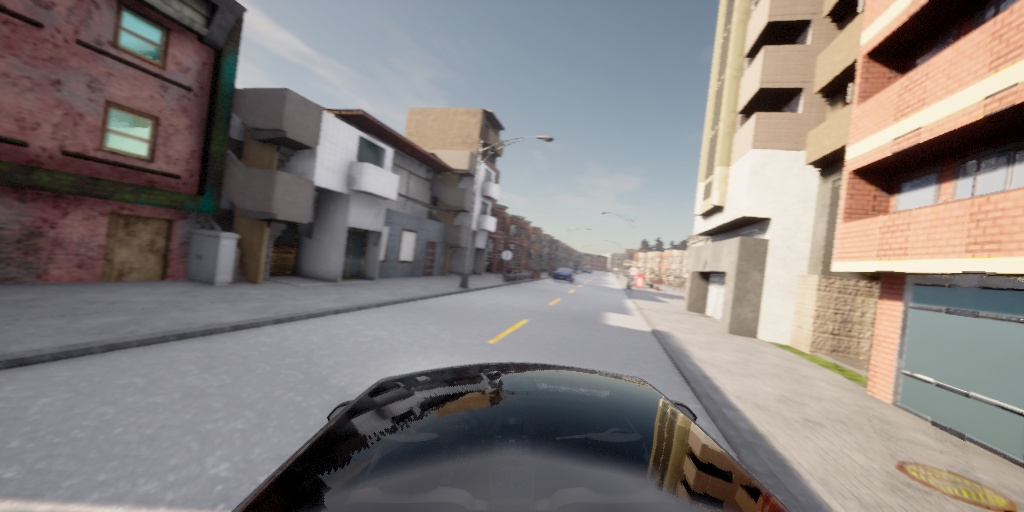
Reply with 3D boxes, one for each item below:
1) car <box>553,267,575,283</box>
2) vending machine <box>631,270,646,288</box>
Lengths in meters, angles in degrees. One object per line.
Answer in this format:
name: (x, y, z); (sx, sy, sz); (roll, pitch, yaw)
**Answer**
car: (5.578, 1.955, 38.022); (1.882, 1.535, 5.008); (7, 0, 15)
vending machine: (16.081, 3.223, 45.576); (1.100, 2.100, 0.880); (0, 0, 15)
